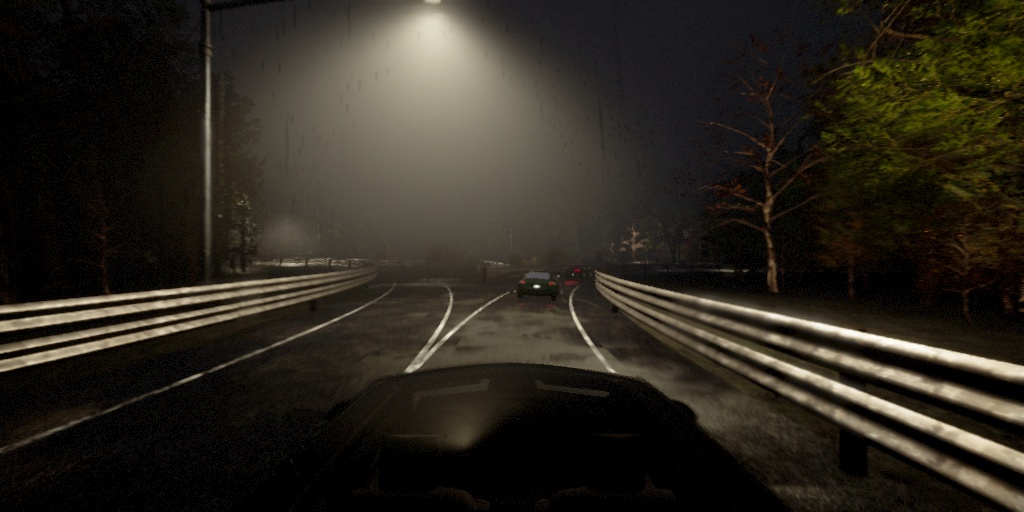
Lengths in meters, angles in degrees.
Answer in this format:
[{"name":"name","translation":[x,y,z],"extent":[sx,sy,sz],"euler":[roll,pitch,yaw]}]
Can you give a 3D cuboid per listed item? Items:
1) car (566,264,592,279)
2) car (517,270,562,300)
[{"name":"car","translation":[7.162,1.643,38.301],"extent":[1.837,1.490,4.892],"euler":[-3,-2,26]},{"name":"car","translation":[1.531,1.422,18.704],"extent":[1.994,1.385,4.181],"euler":[2,0,11]}]
